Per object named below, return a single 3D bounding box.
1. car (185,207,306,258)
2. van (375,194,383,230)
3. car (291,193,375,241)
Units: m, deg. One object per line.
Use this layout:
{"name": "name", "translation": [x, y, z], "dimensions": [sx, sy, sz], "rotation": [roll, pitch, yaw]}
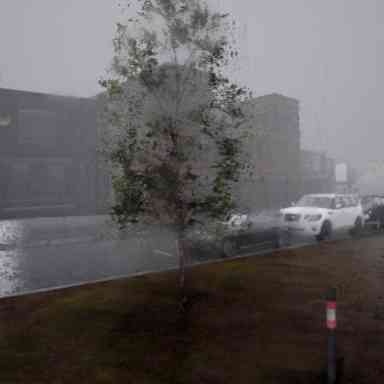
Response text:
{"name": "car", "translation": [1.891, 1.422, 12.380], "dimensions": [4.674, 1.452, 2.002], "rotation": [1, 0, -38]}
{"name": "van", "translation": [10.411, 1.081, 19.434], "dimensions": [4.442, 1.987, 1.878], "rotation": [1, 0, -43]}
{"name": "car", "translation": [6.236, 1.094, 15.850], "dimensions": [5.566, 2.045, 2.435], "rotation": [1, 0, -42]}
